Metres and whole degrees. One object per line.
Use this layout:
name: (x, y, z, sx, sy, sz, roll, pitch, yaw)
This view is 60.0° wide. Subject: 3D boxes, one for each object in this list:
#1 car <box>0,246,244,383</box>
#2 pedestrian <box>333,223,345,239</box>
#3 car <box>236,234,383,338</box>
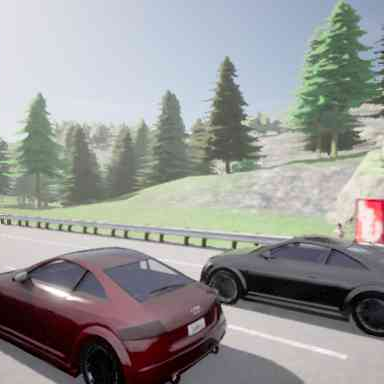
car: (-1.577, 1.565, 5.116, 4.181, 1.385, 1.994, 0, 0, 35)
pedestrian: (4.718, 1.575, 10.667, 0.375, 1.300, 0.375, 0, 0, 35)
car: (2.230, 1.565, 6.701, 4.181, 1.385, 1.994, 0, 0, 35)
